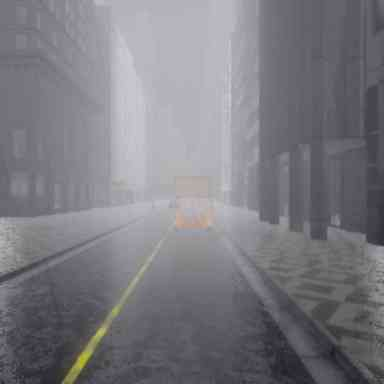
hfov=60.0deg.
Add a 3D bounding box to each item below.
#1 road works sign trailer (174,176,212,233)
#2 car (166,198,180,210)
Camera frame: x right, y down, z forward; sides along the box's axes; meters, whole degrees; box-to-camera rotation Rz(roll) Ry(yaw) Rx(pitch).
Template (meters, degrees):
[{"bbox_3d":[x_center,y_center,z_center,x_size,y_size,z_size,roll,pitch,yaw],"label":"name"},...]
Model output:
[{"bbox_3d":[0.048,0.752,21.824,2.380,3.560,2.880,0,-1,-1],"label":"road works sign trailer"},{"bbox_3d":[-3.068,2.225,56.700,1.837,1.490,4.892,0,-1,0],"label":"car"}]
